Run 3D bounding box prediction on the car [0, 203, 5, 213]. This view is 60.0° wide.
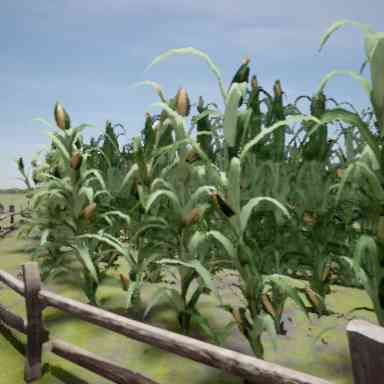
[{"bbox_3d":[-20.599,1.458,32.344,1.994,1.385,4.181,-1,1,32],"label":"car"}]
